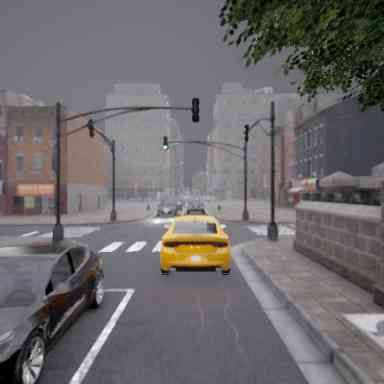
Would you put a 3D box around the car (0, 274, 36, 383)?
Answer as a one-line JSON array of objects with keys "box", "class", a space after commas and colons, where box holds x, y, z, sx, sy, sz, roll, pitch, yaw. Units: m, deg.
[{"box": [-2.639, 1.583, 1.539, 1.802, 1.307, 4.206, 0, 0, 0], "class": "car"}]

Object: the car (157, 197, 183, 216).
[{"box": [-2.298, 1.499, 32.200, 2.128, 1.511, 4.902, 0, 0, 0], "class": "car"}]

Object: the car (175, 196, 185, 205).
[{"box": [-2.236, 1.518, 62.397, 1.837, 1.490, 4.892, 0, 0, 0], "class": "car"}]

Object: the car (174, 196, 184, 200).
[{"box": [-2.300, 1.362, 42.136, 2.097, 1.767, 4.553, 0, 0, 0], "class": "car"}]

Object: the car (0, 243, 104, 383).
[{"box": [-2.640, 1.568, 5.201, 1.947, 1.339, 4.313, 0, 0, 0], "class": "car"}]

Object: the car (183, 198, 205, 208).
[{"box": [0.397, 1.555, 35.800, 2.033, 1.411, 5.357, 0, 0, 0], "class": "car"}]

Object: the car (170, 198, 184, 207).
[{"box": [-2.290, 1.613, 52.197, 1.895, 1.301, 4.718, 0, 0, 0], "class": "car"}]

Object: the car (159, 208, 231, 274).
[{"box": [0.103, 1.482, 10.611, 1.882, 1.535, 5.008, 0, 0, 0], "class": "car"}]
